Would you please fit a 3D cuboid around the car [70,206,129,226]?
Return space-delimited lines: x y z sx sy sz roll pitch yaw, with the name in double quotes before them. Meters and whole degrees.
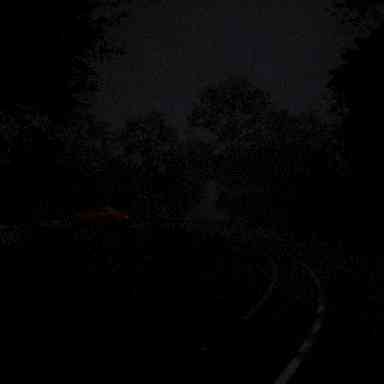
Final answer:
"car" -7.821 1.972 28.021 5.008 1.535 1.882 -1 -2 11
